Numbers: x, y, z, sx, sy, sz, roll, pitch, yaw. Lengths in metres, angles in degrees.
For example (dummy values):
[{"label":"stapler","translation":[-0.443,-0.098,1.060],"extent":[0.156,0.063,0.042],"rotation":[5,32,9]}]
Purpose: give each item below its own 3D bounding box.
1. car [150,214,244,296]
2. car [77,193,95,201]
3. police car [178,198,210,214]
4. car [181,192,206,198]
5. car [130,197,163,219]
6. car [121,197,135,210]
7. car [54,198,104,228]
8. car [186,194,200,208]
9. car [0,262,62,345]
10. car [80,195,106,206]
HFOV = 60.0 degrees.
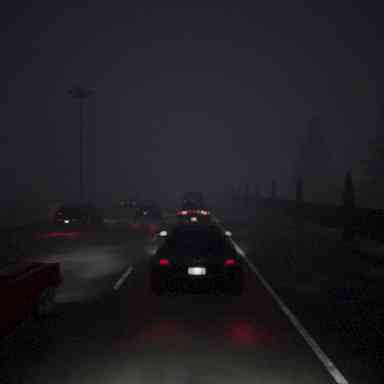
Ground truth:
[{"label":"car","translation":[0.102,1.500,8.495],"extent":[1.994,1.385,4.181],"rotation":[0,0,0]},{"label":"car","translation":[-20.959,0.993,65.987],"extent":[1.882,1.535,5.008],"rotation":[0,0,0]},{"label":"police car","translation":[0.117,1.347,20.939],"extent":[2.038,1.542,4.974],"rotation":[0,0,0]},{"label":"car","translation":[0.125,0.985,32.089],"extent":[2.150,2.045,5.566],"rotation":[0,0,0]},{"label":"car","translation":[-3.378,1.331,26.375],"extent":[1.812,1.442,4.674],"rotation":[0,0,0]},{"label":"car","translation":[-6.869,1.266,38.315],"extent":[2.033,1.411,5.357],"rotation":[0,0,0]},{"label":"car","translation":[-6.883,1.352,20.693],"extent":[1.837,1.490,4.892],"rotation":[0,0,0]},{"label":"car","translation":[0.136,1.134,43.777],"extent":[1.801,1.575,5.366],"rotation":[0,0,0]},{"label":"car","translation":[-3.398,1.569,4.232],"extent":[1.895,1.301,4.718],"rotation":[0,0,0]},{"label":"car","translation":[-14.013,1.199,47.364],"extent":[2.033,1.411,5.357],"rotation":[0,0,1]}]
